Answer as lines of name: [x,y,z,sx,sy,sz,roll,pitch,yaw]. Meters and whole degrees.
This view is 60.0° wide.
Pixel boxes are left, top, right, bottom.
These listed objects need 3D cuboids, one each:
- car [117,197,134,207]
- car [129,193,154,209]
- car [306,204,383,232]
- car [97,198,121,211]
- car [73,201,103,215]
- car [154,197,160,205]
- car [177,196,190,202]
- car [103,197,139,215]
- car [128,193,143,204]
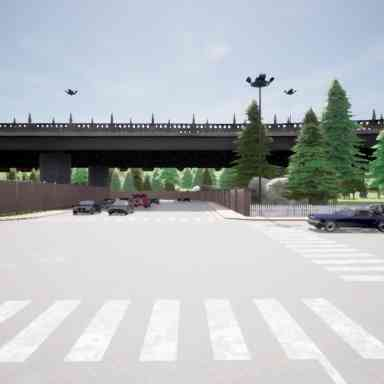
car: [-10.549,1.526,52.782,1.812,1.442,4.674,0,0,0]
car: [-7.042,1.223,45.664,2.150,2.045,5.566,0,0,0]
car: [9.050,1.545,18.893,4.718,1.301,1.895,0,0,1]
car: [-10.551,1.526,42.601,1.812,1.442,4.674,0,0,0]
car: [-10.575,1.564,33.886,1.994,1.385,4.181,0,0,0]
car: [-7.019,1.564,60.412,1.994,1.385,4.181,0,0,0]
car: [-1.921,1.553,75.249,1.994,1.385,4.181,0,0,-19]
car: [-7.049,1.547,33.610,2.033,1.411,5.357,0,0,0]
car: [-10.701,1.221,63.490,2.150,2.045,5.566,0,0,-3]
